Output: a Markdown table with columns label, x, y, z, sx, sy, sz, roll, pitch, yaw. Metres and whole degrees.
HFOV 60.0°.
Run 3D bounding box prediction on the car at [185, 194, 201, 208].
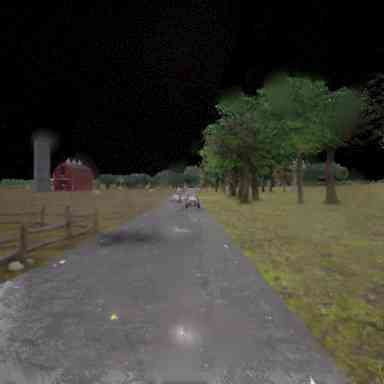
| label | x | y | z | sx | sy | sz | roll | pitch | yaw |
| --- | --- | --- | --- | --- | --- | --- | --- | --- | --- |
| car | 0.097 | 1.304 | 44.243 | 1.812 | 1.442 | 4.674 | 0 | 1 | 0 |

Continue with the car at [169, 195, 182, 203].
| label | x | y | z | sx | sy | sz | roll | pitch | yaw |
| --- | --- | --- | --- | --- | --- | --- | --- | --- | --- |
| car | -2.803 | 1.186 | 57.500 | 1.812 | 1.442 | 4.674 | 0 | 1 | 1 |
